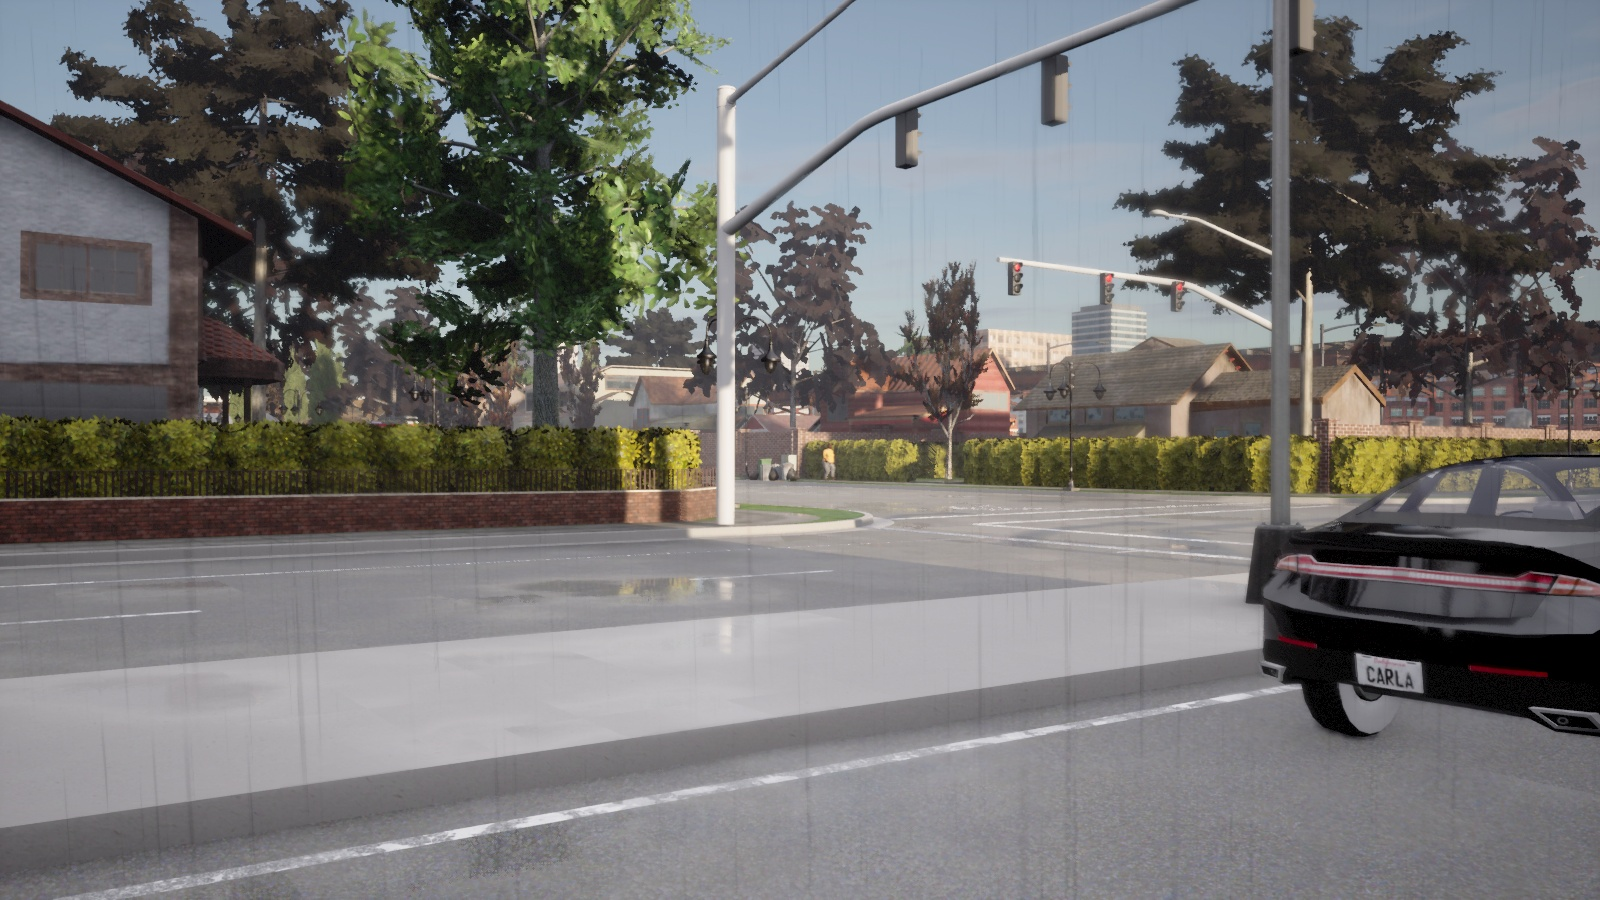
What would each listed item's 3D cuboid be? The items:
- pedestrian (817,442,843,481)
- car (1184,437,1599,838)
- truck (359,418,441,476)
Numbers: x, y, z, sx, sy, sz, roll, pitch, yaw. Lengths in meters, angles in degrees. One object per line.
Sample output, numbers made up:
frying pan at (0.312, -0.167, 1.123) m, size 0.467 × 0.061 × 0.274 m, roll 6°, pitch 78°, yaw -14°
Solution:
pedestrian at (1.440, 0.553, 59.866) m, size 0.874 × 1.855 × 0.900 m, roll 0°, pitch 0°, yaw -34°
car at (4.548, 0.708, 6.824) m, size 4.902 × 1.511 × 2.128 m, roll 0°, pitch 0°, yaw -35°
truck at (-27.628, -0.192, 86.469) m, size 2.891 × 3.827 × 8.468 m, roll 0°, pitch 0°, yaw -35°
